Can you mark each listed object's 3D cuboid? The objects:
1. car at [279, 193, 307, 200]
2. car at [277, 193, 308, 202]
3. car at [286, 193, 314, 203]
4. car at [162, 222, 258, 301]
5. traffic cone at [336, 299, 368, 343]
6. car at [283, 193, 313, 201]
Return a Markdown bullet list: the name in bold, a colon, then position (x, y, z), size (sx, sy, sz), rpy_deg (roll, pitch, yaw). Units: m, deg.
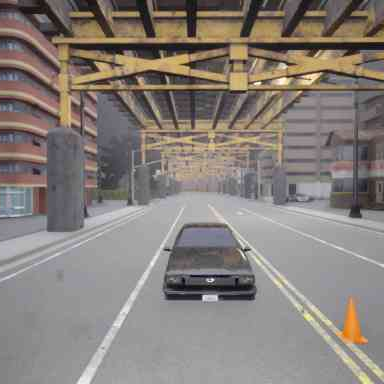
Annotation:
- **car**: position (17.878, 0.801, 58.960), size (4.536, 1.218, 1.853), rpy_deg (0, 1, 25)
- **car**: position (17.831, 0.959, 58.984), size (4.974, 1.542, 2.038), rpy_deg (0, 1, 25)
- **car**: position (17.482, 1.006, 54.827), size (4.974, 1.542, 2.038), rpy_deg (0, 1, -20)
- **car**: position (0.364, 1.533, 8.719), size (2.033, 1.411, 5.357), rpy_deg (0, 0, 1)
- **traffic cone**: position (2.455, 1.949, 5.111), size (0.340, 0.580, 0.340), rpy_deg (0, 0, 0)
- **car**: position (17.531, 0.848, 54.843), size (4.536, 1.218, 1.853), rpy_deg (0, 1, -20)
